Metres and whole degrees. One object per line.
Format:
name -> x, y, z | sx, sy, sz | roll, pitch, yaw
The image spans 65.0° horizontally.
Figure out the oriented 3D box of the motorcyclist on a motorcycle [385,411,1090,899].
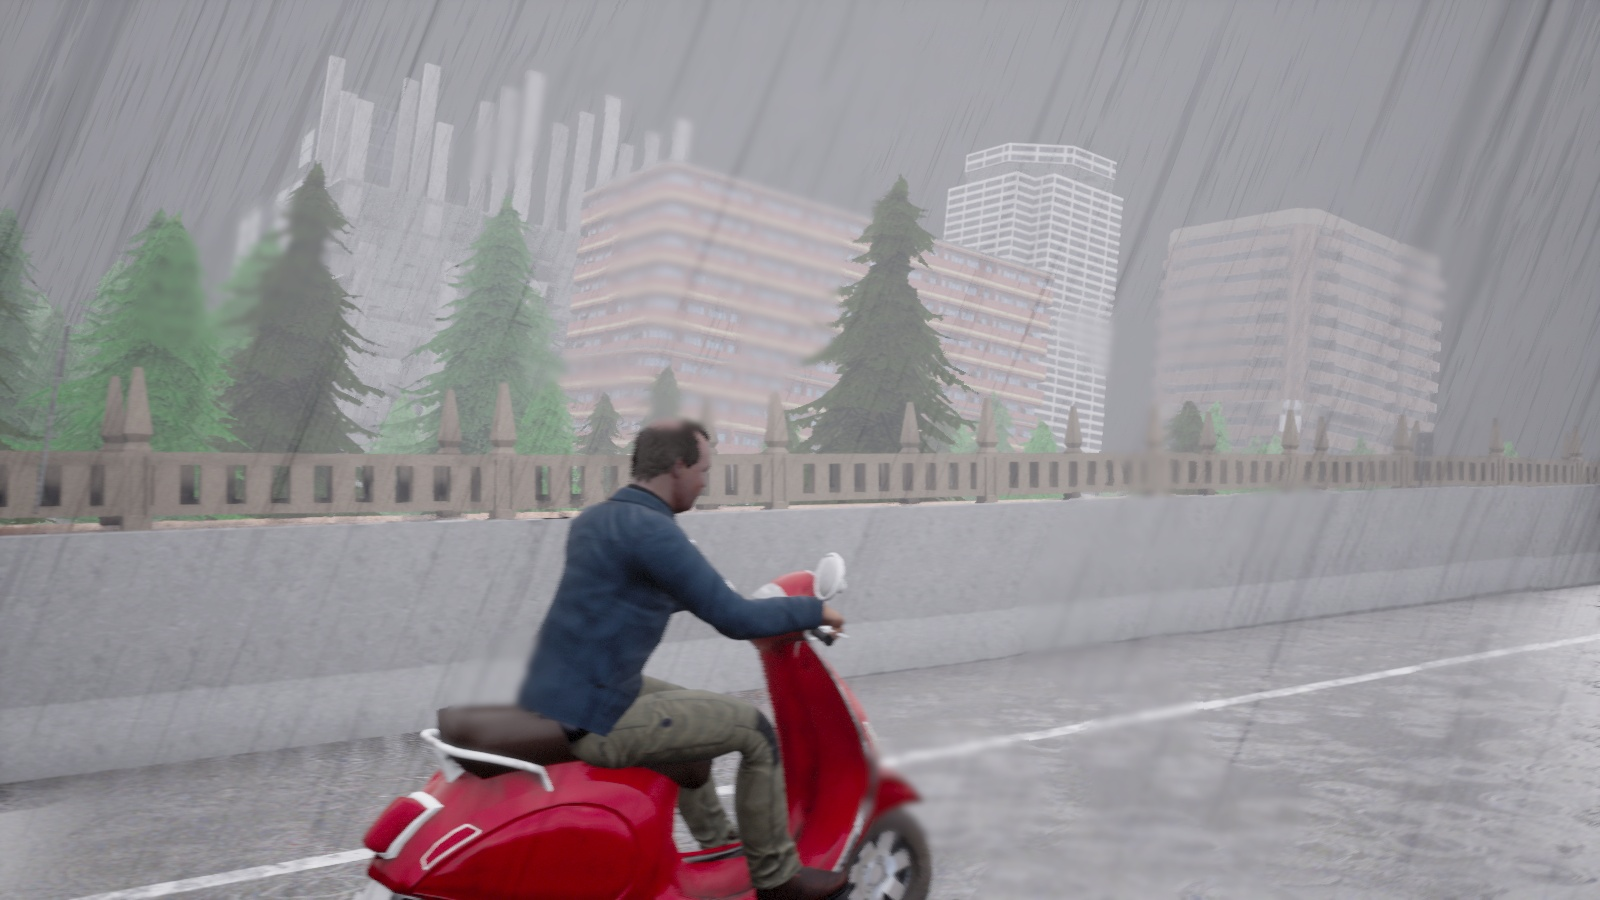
motorcyclist on a motorcycle -> -0.131, 0.716, 3.568 | 1.817, 1.590, 0.866 | 0, 0, -35
